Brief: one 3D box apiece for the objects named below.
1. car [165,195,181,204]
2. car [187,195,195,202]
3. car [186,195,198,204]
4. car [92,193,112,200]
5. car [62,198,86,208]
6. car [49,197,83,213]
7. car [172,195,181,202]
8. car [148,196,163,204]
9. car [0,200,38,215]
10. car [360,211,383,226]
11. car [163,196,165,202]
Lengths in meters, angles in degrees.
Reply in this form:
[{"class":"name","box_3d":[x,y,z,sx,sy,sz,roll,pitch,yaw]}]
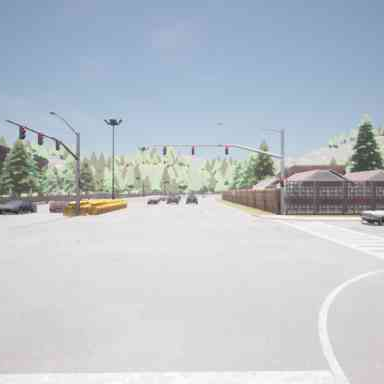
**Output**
[{"class":"car","box_3d":[-3.508,1.333,62.950,2.097,1.767,4.553,0,0,0]},{"class":"car","box_3d":[-0.137,1.475,79.801,1.837,1.490,4.892,0,0,0]},{"class":"car","box_3d":[-0.008,1.332,62.932,2.097,1.767,4.553,0,0,0]},{"class":"car","box_3d":[-14.181,1.204,52.600,2.150,2.045,5.566,0,1,0]},{"class":"car","box_3d":[-17.679,1.590,49.975,1.895,1.301,4.718,0,0,0]},{"class":"car","box_3d":[-14.162,1.345,37.190,2.097,1.767,4.553,0,0,0]},{"class":"car","box_3d":[-3.637,1.453,79.896,1.882,1.535,5.008,0,0,0]},{"class":"car","box_3d":[-7.006,1.583,61.720,1.895,1.301,4.718,0,0,0]},{"class":"car","box_3d":[-17.658,1.542,33.843,2.033,1.411,5.357,0,0,0]},{"class":"car","box_3d":[14.078,1.589,22.506,4.718,1.301,1.895,0,0,2]},{"class":"car","box_3d":[-7.134,1.573,77.925,1.895,1.301,4.718,0,0,0]}]
